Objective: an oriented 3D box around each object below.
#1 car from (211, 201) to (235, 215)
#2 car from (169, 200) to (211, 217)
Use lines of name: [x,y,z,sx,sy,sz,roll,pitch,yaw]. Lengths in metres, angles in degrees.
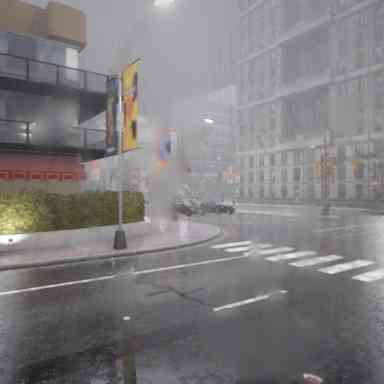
car: [2.286,1.614,34.171,1.895,1.301,4.718,0,0,-35]
car: [-0.563,1.537,32.140,1.812,1.442,4.674,0,0,-35]
